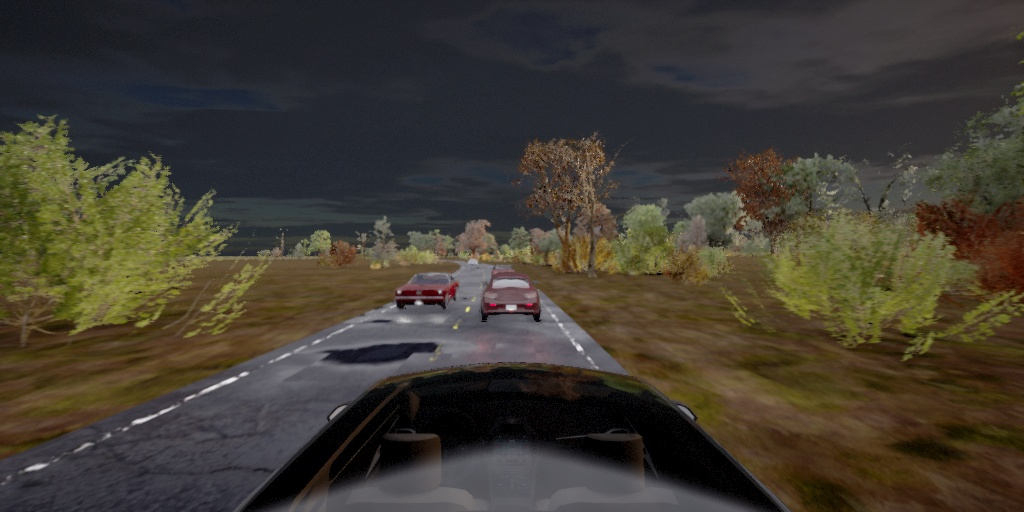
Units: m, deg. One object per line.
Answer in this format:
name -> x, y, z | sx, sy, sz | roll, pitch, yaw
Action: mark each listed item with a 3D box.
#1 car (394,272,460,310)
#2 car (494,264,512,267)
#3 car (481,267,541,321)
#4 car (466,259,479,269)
car -> -3.321, 1.352, 14.800 | 1.895, 1.301, 4.718 | 0, 0, -2
car -> -0.794, 1.349, 30.126 | 1.895, 1.301, 4.718 | 0, 0, -3
car -> -0.066, 1.274, 12.331 | 1.812, 1.442, 4.674 | 0, 0, -1
car -> -6.209, 1.205, 56.863 | 1.812, 1.442, 4.674 | 0, 0, -7
